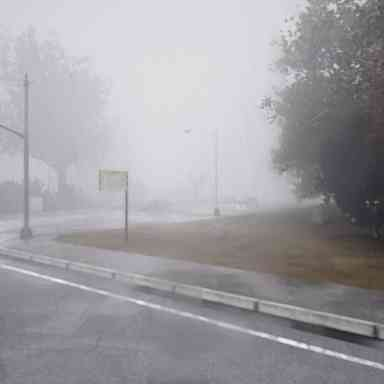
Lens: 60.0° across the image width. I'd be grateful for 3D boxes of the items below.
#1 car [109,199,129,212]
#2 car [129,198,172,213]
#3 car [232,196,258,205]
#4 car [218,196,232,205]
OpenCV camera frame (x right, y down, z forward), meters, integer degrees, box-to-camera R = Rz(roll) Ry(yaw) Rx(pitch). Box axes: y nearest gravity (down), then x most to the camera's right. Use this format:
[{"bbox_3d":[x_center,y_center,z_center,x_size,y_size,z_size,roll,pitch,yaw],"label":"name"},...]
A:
[{"bbox_3d":[-7.672,1.514,39.424,1.812,1.442,4.674,0,0,38],"label":"car"},{"bbox_3d":[-4.375,1.491,37.953,1.837,1.490,4.892,0,0,38],"label":"car"},{"bbox_3d":[9.316,1.420,55.969,2.033,1.411,5.357,0,0,35],"label":"car"},{"bbox_3d":[6.062,1.370,57.445,2.128,1.511,4.902,0,0,35],"label":"car"}]
